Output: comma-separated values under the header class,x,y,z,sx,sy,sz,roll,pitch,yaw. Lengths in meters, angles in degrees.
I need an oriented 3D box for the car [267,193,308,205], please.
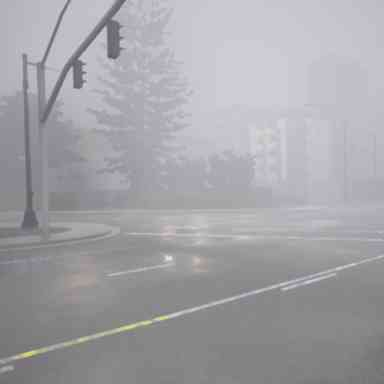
class,x,y,z,sx,sy,sz,roll,pitch,yaw
car,10.928,0.812,38.531,1.895,1.301,4.718,-2,1,-35
